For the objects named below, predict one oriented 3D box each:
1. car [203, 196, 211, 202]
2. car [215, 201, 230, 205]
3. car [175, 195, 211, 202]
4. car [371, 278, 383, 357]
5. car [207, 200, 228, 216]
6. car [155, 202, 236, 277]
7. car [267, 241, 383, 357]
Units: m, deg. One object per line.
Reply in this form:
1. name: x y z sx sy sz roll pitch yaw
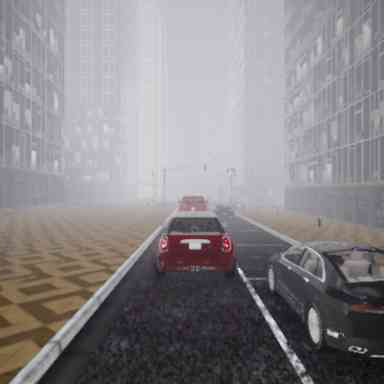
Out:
1. car: 3.855 1.702 84.913 1.947 1.339 4.313 0 0 0
2. car: 2.560 1.589 28.258 1.887 1.381 4.507 0 0 0
3. car: 0.089 1.262 26.270 2.150 2.045 5.566 0 0 0
4. car: 2.564 1.527 0.671 1.752 1.417 4.829 0 0 0
5. car: 2.559 1.577 33.979 1.752 1.417 4.829 0 0 0
6. car: 0.086 1.370 10.418 2.097 1.767 4.553 0 0 0
7. car: 2.564 1.561 6.052 2.008 1.369 4.403 0 0 0
